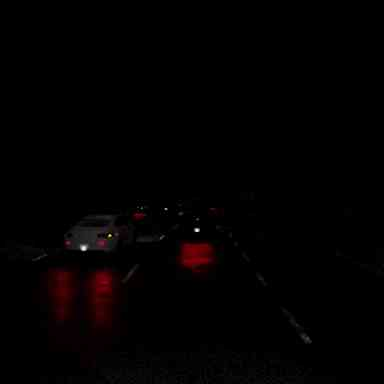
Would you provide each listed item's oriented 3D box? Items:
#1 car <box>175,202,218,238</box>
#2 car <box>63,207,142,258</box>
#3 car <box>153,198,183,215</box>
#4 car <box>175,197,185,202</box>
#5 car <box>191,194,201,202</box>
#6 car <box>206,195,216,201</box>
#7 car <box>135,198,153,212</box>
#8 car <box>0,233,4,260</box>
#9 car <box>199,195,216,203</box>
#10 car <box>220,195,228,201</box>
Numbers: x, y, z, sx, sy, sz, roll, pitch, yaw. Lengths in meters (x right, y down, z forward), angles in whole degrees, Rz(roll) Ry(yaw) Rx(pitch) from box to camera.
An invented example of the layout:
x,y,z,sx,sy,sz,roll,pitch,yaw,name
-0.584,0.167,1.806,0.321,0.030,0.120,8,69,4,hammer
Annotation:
x,y,z,sx,sy,sz,roll,pitch,yaw,name
0.325,1.525,17.913,1.837,1.490,4.892,0,0,2,car
-3.323,1.522,12.724,1.812,1.442,4.674,0,0,1,car
-2.335,1.586,33.686,1.994,1.385,4.181,0,0,4,car
-2.497,1.667,66.329,1.895,1.301,4.718,0,0,8,car
0.943,1.627,65.501,2.033,1.411,5.357,0,0,8,car
5.219,1.655,91.213,1.882,1.535,5.008,0,0,11,car
-5.405,1.522,39.504,1.837,1.490,4.892,0,0,5,car
-6.923,1.453,8.567,1.882,1.535,5.008,0,0,1,car
2.790,1.559,51.802,2.128,1.511,4.902,0,0,6,car
8.827,1.672,91.417,1.882,1.535,5.008,0,0,11,car
